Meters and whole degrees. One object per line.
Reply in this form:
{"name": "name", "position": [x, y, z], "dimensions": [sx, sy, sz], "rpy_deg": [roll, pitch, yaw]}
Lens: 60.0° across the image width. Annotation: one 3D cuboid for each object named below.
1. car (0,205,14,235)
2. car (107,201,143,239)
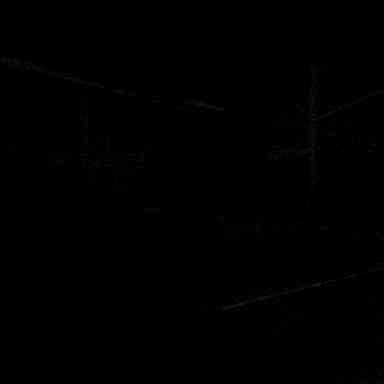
{"name": "car", "position": [-11.417, 1.524, 18.647], "dimensions": [2.242, 1.667, 4.611], "rpy_deg": [1, 0, -36]}
{"name": "car", "position": [-4.288, 1.447, 18.384], "dimensions": [1.905, 1.878, 3.866], "rpy_deg": [1, 0, -36]}
